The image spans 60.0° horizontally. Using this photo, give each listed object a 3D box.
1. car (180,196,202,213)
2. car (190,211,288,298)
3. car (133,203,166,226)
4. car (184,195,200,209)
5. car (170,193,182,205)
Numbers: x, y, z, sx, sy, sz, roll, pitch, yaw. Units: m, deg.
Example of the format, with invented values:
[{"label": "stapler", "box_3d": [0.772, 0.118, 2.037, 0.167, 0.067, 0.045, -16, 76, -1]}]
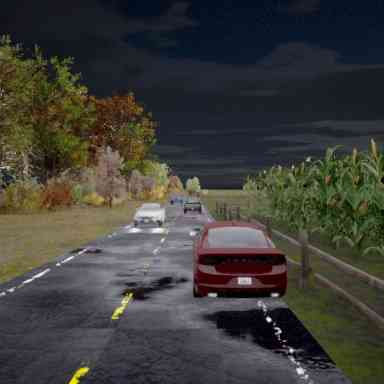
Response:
[{"label": "car", "box_3d": [0.078, 1.486, 35.999, 2.128, 1.511, 4.902, 0, 0, 0]}, {"label": "car", "box_3d": [0.964, 1.475, 8.554, 1.882, 1.535, 5.008, 0, 0, 0]}, {"label": "car", "box_3d": [-2.849, 1.521, 23.176, 1.812, 1.442, 4.674, 0, 0, 0]}, {"label": "car", "box_3d": [0.060, 1.346, 46.034, 2.097, 1.767, 4.553, 0, 0, 1]}, {"label": "car", "box_3d": [-2.744, 1.215, 59.643, 2.150, 2.045, 5.566, 0, 0, 0]}]
